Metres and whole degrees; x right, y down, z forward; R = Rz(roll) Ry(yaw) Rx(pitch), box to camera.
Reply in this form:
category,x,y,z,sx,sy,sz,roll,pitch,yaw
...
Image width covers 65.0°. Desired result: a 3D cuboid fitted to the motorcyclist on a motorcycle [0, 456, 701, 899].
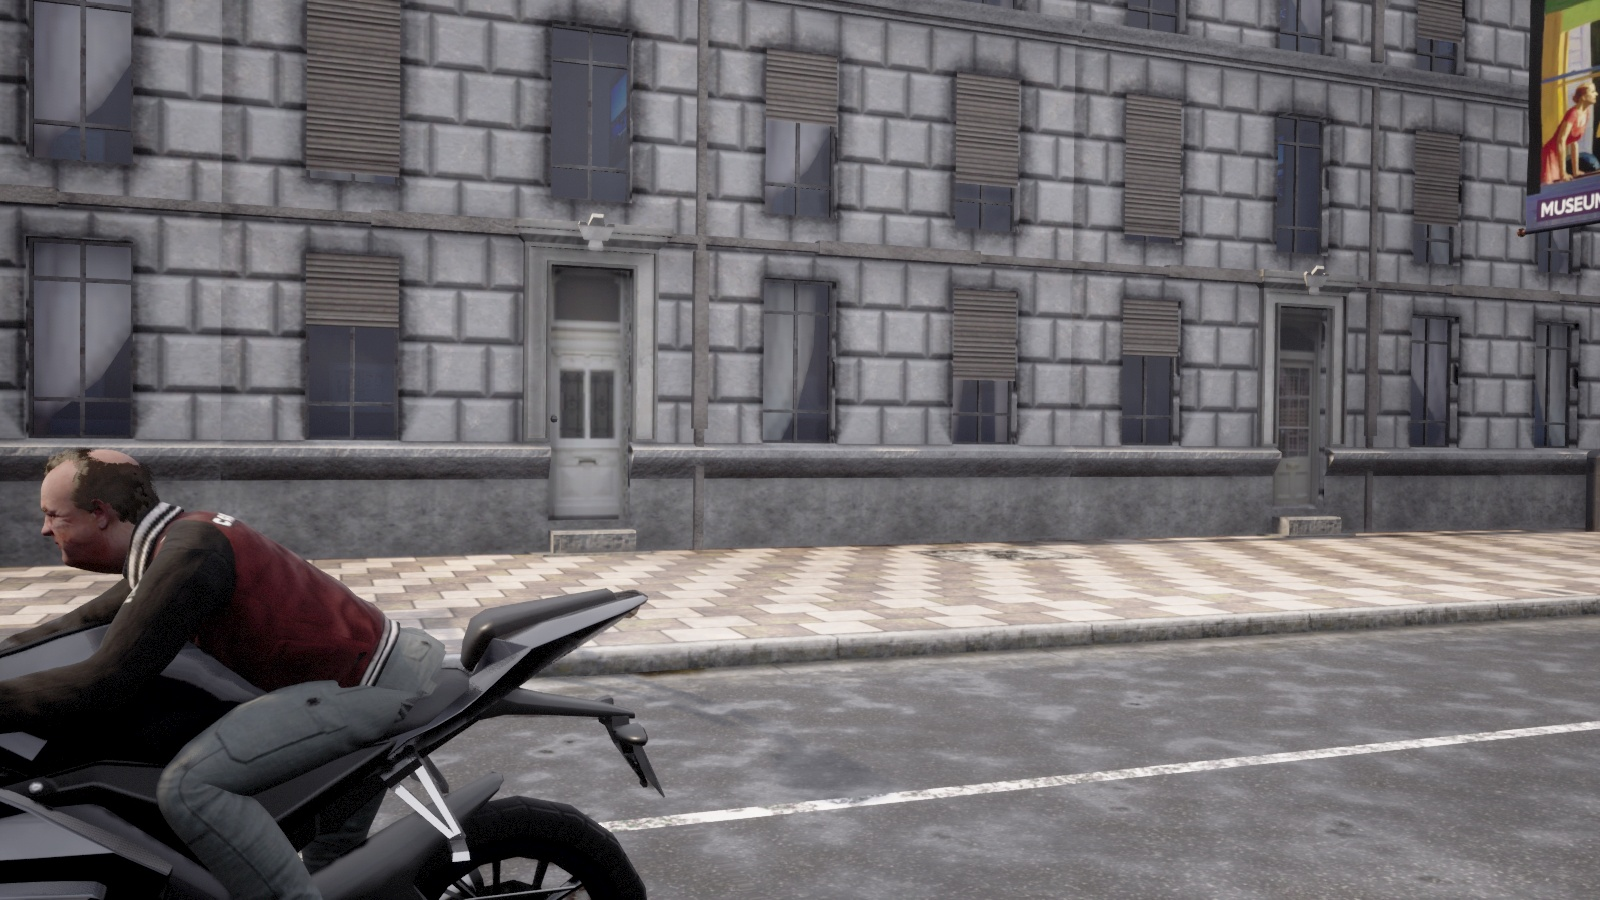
category,x,y,z,sx,sy,sz,roll,pitch,yaw
motorcyclist on a motorcycle,-1.392,0.804,2.711,2.191,1.530,0.866,-1,1,-21
